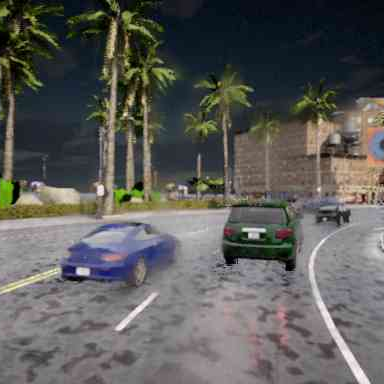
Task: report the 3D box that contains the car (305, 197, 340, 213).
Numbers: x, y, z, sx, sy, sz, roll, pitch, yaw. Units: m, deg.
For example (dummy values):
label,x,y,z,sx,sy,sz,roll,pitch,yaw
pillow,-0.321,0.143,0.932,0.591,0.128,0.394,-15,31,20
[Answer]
label,x,y,z,sx,sy,sz,roll,pitch,yaw
car,16.877,1.641,42.571,5.566,2.045,2.150,1,-1,-38

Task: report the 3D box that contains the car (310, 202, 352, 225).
label,x,y,z,sx,sy,sz,roll,pitch,yaw
car,11.339,1.776,26.600,1.837,1.490,4.892,0,-1,38

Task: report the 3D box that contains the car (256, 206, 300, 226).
label,x,y,z,sx,sy,sz,roll,pitch,yaw
car,6.993,1.831,26.701,1.895,1.301,4.718,0,0,35

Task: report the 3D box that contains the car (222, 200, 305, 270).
label,x,y,z,sx,sy,sz,roll,pitch,yaw
car,2.654,1.321,11.744,2.150,2.045,5.566,0,0,21

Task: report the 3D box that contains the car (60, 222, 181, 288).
label,x,y,z,sx,sy,sz,roll,pitch,yaw
car,-1.751,1.568,9.435,1.812,1.442,4.674,0,0,16

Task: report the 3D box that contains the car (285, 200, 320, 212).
label,x,y,z,sx,sy,sz,roll,pitch,yaw
car,15.177,1.915,45.638,4.902,1.511,2.128,1,-1,-38
